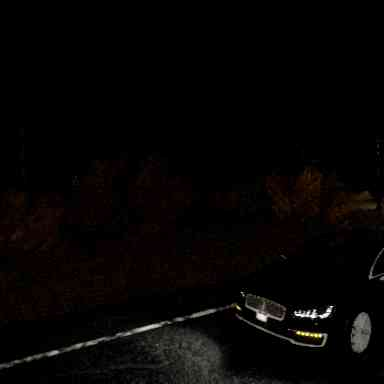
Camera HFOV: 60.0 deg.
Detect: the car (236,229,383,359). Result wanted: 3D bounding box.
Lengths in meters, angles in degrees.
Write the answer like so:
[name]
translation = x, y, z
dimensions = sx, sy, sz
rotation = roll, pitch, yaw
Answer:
[car]
translation = 2.966, 1.499, 6.044
dimensions = 4.892, 1.490, 1.837
rotation = 0, 0, -35
